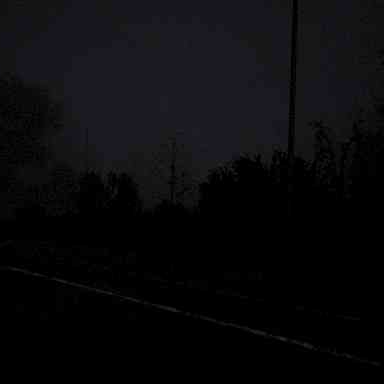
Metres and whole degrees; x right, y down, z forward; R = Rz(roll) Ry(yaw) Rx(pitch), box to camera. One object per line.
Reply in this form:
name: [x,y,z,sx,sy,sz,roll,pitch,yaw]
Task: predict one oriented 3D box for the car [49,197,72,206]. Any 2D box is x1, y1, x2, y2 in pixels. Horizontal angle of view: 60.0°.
car: [-17.945,1.367,47.336,1.895,1.301,4.718,2,-2,20]
